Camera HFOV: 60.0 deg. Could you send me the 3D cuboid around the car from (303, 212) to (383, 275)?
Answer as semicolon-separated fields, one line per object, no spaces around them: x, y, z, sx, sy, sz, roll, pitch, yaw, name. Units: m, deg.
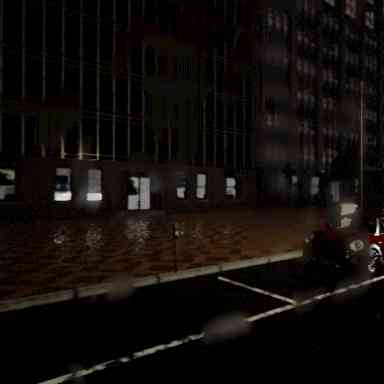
5.285;1.400;10.316;4.097;1.590;1.967;0;1;-35;car
